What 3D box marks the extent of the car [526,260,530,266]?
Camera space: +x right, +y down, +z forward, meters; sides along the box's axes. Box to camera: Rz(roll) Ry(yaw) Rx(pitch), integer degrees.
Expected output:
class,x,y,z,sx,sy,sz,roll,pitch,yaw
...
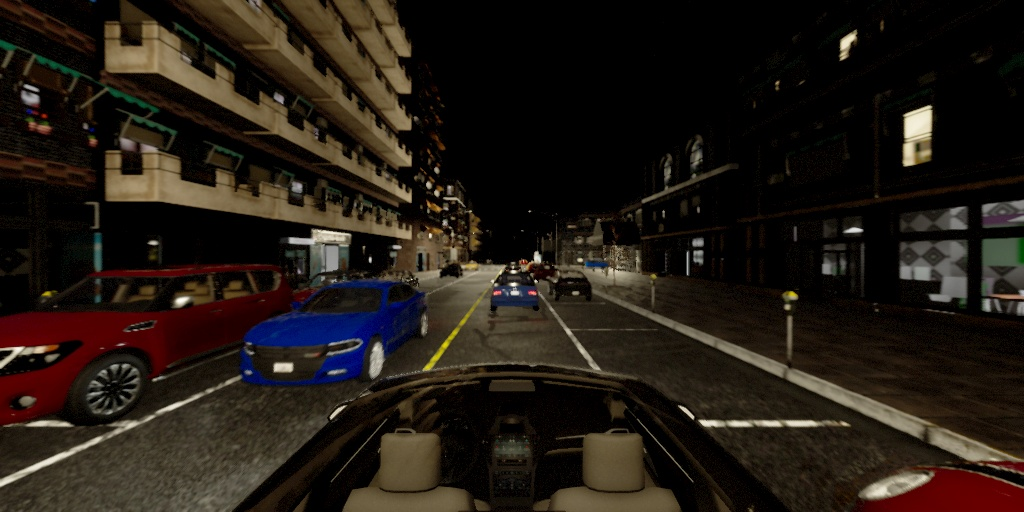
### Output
class,x,y,z,sx,sy,sz,roll,pitch,yaw
car,2.683,1.388,40.069,1.888,1.381,4.507,0,0,0

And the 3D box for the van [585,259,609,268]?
class,x,y,z,sx,sy,sz,roll,pitch,yaw
van,14.645,1.323,62.235,3.998,1.789,1.690,0,0,0

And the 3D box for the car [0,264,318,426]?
class,x,y,z,sx,sy,sz,roll,pitch,yaw
car,-5.691,1.073,5.893,2.192,1.841,5.009,0,0,0

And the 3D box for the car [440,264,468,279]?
class,x,y,z,sx,sy,sz,roll,pitch,yaw
car,-5.697,1.392,34.376,1.948,1.339,4.313,0,0,0

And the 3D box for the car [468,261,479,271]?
class,x,y,z,sx,sy,sz,roll,pitch,yaw
car,-5.700,1.405,51.296,1.751,1.417,4.829,0,0,0

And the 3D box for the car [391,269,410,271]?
class,x,y,z,sx,sy,sz,roll,pitch,yaw
car,-5.693,1.333,17.287,2.007,1.370,4.403,0,0,0

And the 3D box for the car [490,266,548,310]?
class,x,y,z,sx,sy,sz,roll,pitch,yaw
car,0.097,1.324,14.766,2.033,1.411,5.357,0,0,0

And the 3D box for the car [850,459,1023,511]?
class,x,y,z,sx,sy,sz,roll,pitch,yaw
car,2.690,1.187,0.194,1.967,1.591,4.097,0,0,0

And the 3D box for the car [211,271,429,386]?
class,x,y,z,sx,sy,sz,roll,pitch,yaw
car,-3.082,1.238,7.349,1.882,1.535,5.008,0,0,0

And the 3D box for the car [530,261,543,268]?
class,x,y,z,sx,sy,sz,roll,pitch,yaw
car,2.685,1.356,28.675,1.888,1.381,4.507,0,0,0

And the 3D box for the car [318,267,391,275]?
class,x,y,z,sx,sy,sz,roll,pitch,yaw
car,-5.692,1.209,11.590,1.967,1.591,4.097,0,0,0

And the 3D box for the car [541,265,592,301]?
class,x,y,z,sx,sy,sz,roll,pitch,yaw
car,2.688,1.333,17.284,2.007,1.370,4.403,0,0,0

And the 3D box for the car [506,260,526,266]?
class,x,y,z,sx,sy,sz,roll,pitch,yaw
car,0.092,1.379,36.088,2.033,1.411,5.357,0,0,0
